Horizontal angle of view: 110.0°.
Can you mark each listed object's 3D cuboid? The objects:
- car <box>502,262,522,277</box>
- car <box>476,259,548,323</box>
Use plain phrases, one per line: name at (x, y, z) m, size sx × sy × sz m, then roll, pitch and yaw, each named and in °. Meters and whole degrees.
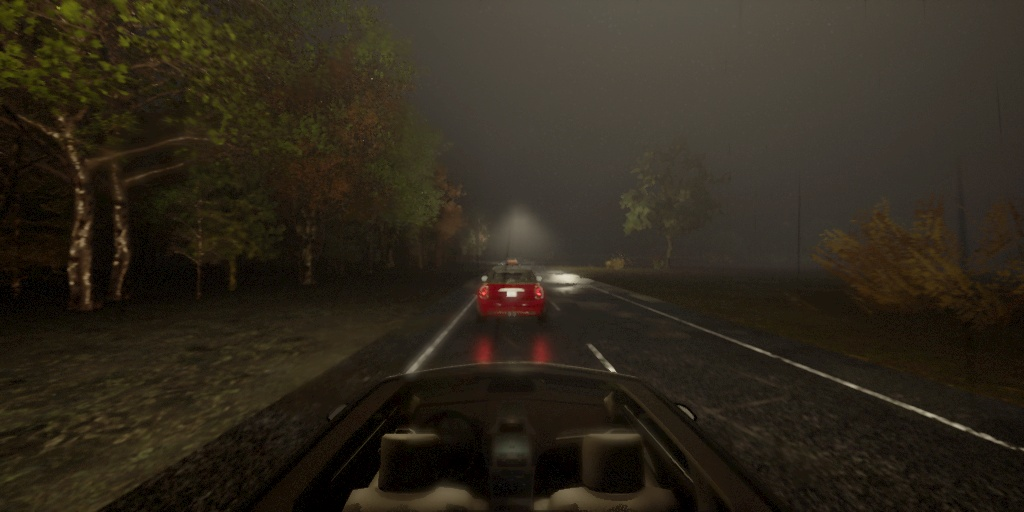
car at (0.008, 1.363, 37.877) m, size 1.994 × 1.385 × 4.181 m, roll 0°, pitch 0°, yaw 0°
car at (0.001, 1.118, 12.376) m, size 2.097 × 1.767 × 4.553 m, roll 0°, pitch 0°, yaw 0°
